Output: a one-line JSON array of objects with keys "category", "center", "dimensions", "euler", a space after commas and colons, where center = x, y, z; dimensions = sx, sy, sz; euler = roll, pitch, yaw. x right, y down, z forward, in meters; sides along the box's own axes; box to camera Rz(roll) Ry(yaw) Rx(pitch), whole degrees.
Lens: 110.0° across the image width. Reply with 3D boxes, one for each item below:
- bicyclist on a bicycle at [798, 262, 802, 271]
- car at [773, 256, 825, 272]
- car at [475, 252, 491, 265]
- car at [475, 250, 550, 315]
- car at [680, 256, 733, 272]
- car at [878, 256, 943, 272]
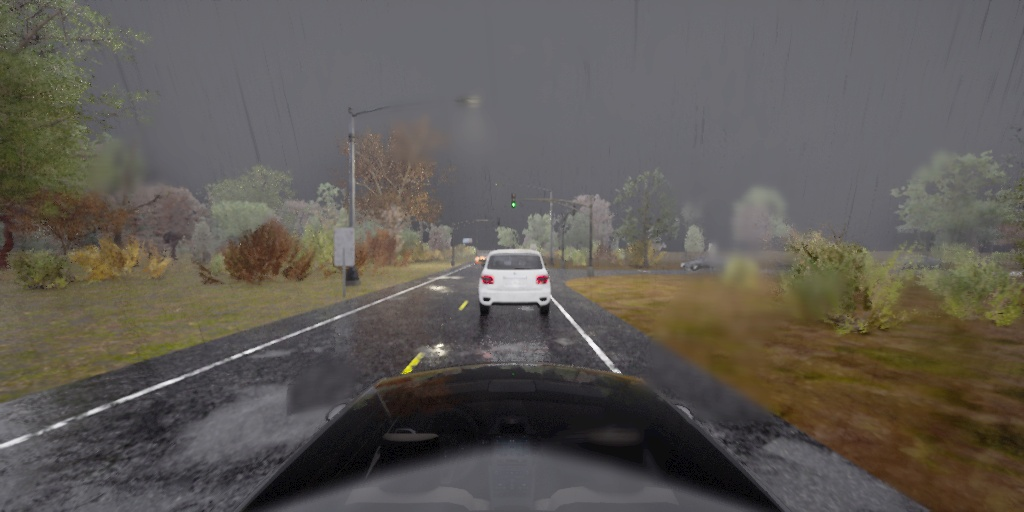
[{"category": "bicyclist on a bicycle", "center": [24.035, 0.805, 29.324], "dimensions": [0.582, 1.620, 1.656], "euler": [0, 1, 1]}, {"category": "car", "center": [28.753, 0.735, 35.498], "dimensions": [5.008, 1.535, 1.882], "euler": [0, 1, 2]}, {"category": "car", "center": [-4.174, 0.351, 51.673], "dimensions": [2.097, 1.767, 4.553], "euler": [0, 1, -2]}, {"category": "car", "center": [0.060, 0.803, 12.730], "dimensions": [2.150, 2.045, 5.566], "euler": [0, 1, -1]}, {"category": "car", "center": [19.391, 0.740, 35.707], "dimensions": [4.902, 1.511, 2.128], "euler": [0, 1, 1]}, {"category": "car", "center": [38.824, 0.763, 35.038], "dimensions": [4.902, 1.511, 2.128], "euler": [0, 1, 3]}]
